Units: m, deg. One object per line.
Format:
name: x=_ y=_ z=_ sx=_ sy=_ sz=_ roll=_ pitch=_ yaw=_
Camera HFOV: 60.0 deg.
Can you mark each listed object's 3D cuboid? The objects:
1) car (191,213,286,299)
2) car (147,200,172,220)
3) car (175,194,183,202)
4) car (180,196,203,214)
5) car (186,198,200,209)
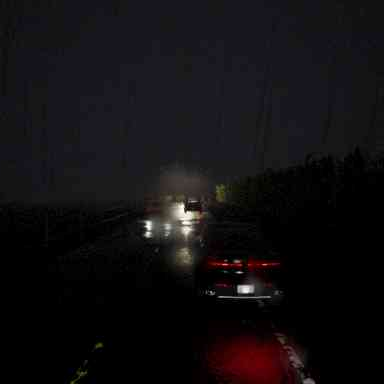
car: x=0.971 y=1.505 z=8.426 sx=1.837 sy=1.490 sz=4.892 roll=0 pitch=0 yaw=0
car: x=-2.724 y=1.477 z=28.587 sx=1.882 sy=1.535 sz=5.008 roll=0 pitch=0 yaw=0
car: x=-2.677 y=1.357 z=75.543 sx=2.097 sy=1.767 sz=4.553 roll=0 pitch=0 yaw=0
car: x=0.109 y=1.491 z=35.594 sx=2.128 sy=1.511 sz=4.902 roll=0 pitch=0 yaw=0
car: x=0.116 y=1.526 z=45.768 sx=1.812 sy=1.442 sz=4.674 roll=0 pitch=0 yaw=0
